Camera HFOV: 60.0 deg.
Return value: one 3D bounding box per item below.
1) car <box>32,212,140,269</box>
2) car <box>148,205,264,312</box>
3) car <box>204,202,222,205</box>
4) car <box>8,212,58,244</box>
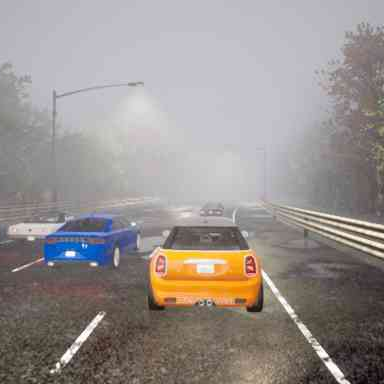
[{"bbox_3d":[-3.044,1.466,11.150,1.882,1.535,5.008,0,0,3],"label":"car"},{"bbox_3d":[0.321,1.347,7.877,2.097,1.767,4.553,0,0,2],"label":"car"},{"bbox_3d":[1.681,1.532,26.488,2.033,1.411,5.357,0,0,8],"label":"car"},{"bbox_3d":[-6.306,1.580,15.550,1.895,1.301,4.718,0,0,4],"label":"car"}]
